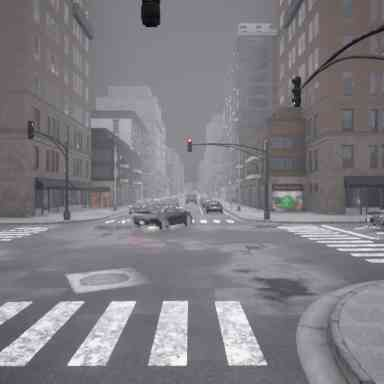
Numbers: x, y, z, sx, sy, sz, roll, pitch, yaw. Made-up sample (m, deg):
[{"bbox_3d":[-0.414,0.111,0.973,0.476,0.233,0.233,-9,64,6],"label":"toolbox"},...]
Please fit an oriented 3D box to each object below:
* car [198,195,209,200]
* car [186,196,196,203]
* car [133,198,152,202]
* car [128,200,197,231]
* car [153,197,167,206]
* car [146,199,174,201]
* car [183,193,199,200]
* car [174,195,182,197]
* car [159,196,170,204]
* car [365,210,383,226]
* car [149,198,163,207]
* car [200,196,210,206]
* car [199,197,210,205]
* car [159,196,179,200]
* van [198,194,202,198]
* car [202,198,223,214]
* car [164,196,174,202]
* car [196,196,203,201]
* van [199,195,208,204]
[{"bbox_3d":[2.390,1.637,52.650,1.947,1.339,4.313,0,0,0],"label":"car"},{"bbox_3d":[-0.200,1.678,73.680,1.994,1.385,4.181,0,0,0],"label":"car"},{"bbox_3d":[-5.665,1.480,36.132,1.967,1.590,4.097,0,0,0],"label":"car"},{"bbox_3d":[-1.726,1.507,20.878,2.128,1.511,4.902,0,0,28],"label":"car"},{"bbox_3d":[-5.624,1.634,58.175,2.008,1.369,4.403,0,0,0],"label":"car"},{"bbox_3d":[-3.133,1.637,33.495,1.895,1.301,4.718,0,0,0],"label":"car"},{"bbox_3d":[-0.124,1.317,63.312,2.150,2.045,5.566,0,0,0],"label":"car"},{"bbox_3d":[-3.085,1.636,53.432,1.994,1.385,4.181,0,0,0],"label":"car"},{"bbox_3d":[-5.604,1.552,69.197,1.967,1.590,4.097,0,0,0],"label":"car"},{"bbox_3d":[13.382,1.442,20.628,4.902,1.511,2.128,0,0,0],"label":"car"},{"bbox_3d":[-5.634,1.653,52.664,1.802,1.307,4.206,0,0,0],"label":"car"},{"bbox_3d":[2.380,1.641,47.139,1.802,1.307,4.206,0,0,0],"label":"car"},{"bbox_3d":[2.411,1.647,63.671,2.008,1.369,4.403,0,0,0],"label":"car"},{"bbox_3d":[-3.110,1.617,43.473,1.994,1.385,4.181,0,0,1],"label":"car"},{"bbox_3d":[2.401,1.424,58.161,1.690,1.788,3.998,0,0,0],"label":"van"},{"bbox_3d":[2.360,1.606,36.117,1.947,1.339,4.313,0,0,0],"label":"car"},{"bbox_3d":[-5.583,1.694,80.218,2.008,1.369,4.403,0,0,0],"label":"car"},{"bbox_3d":[2.050,1.698,90.086,1.812,1.442,4.674,0,0,0],"label":"car"},{"bbox_3d":[2.421,1.453,69.182,1.690,1.788,3.998,0,0,0],"label":"van"}]
